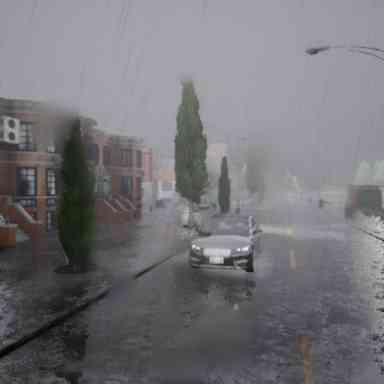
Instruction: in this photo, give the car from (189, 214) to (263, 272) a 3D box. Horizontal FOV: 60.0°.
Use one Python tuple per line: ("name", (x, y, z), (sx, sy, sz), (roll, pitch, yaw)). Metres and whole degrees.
("car", (1.291, 1.505, 11.015), (2.128, 1.511, 4.902), (0, 0, 15))
